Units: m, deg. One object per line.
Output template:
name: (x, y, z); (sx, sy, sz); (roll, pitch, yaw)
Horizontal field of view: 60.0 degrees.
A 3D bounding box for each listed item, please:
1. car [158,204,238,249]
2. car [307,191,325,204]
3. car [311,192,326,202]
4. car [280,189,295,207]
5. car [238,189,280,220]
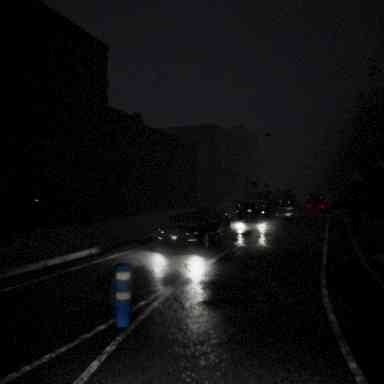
car: (0.285, 1.373, 14.110); (1.837, 1.490, 4.892); (0, 1, 23)
car: (16.655, 0.693, 44.715); (2.097, 1.767, 4.553); (0, 1, 23)
car: (20.533, 0.735, 53.972); (2.033, 1.411, 5.357); (0, 1, 23)
car: (10.950, 0.649, 39.686); (2.150, 2.045, 5.566); (0, 1, 23)
car: (5.071, 0.896, 25.607); (2.150, 2.045, 5.566); (0, 1, 23)
